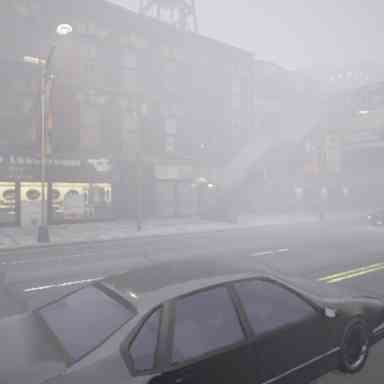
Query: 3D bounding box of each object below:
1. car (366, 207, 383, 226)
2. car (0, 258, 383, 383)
[{"bbox_3d":[13.996,1.540,22.534,5.357,1.411,2.033,0,0,-35],"label":"car"},{"bbox_3d":[0.160,1.547,3.857,5.357,1.411,2.033,0,0,-35],"label":"car"}]
